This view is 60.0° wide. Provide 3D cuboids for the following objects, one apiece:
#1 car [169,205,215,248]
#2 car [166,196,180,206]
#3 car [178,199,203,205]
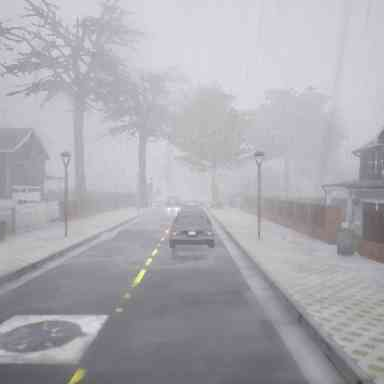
[{"bbox_3d":[0.000,1.542,14.650,2.033,1.411,5.357,0,0,0],"label":"car"},{"bbox_3d":[-2.750,1.285,49.646,2.128,1.511,4.902,0,0,0],"label":"car"},{"bbox_3d":[0.000,1.445,29.648,1.812,1.442,4.674,0,0,0],"label":"car"}]
